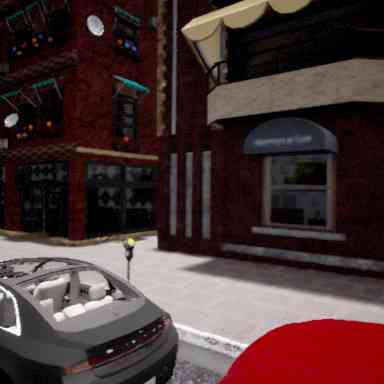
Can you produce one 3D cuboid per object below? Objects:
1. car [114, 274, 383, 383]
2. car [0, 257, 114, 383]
[{"bbox_3d":[2.315,1.318,1.055,5.009,1.841,2.192,0,1,36],"label":"car"},{"bbox_3d":[-2.201,1.542,4.281,4.403,1.369,2.008,0,1,36],"label":"car"}]
